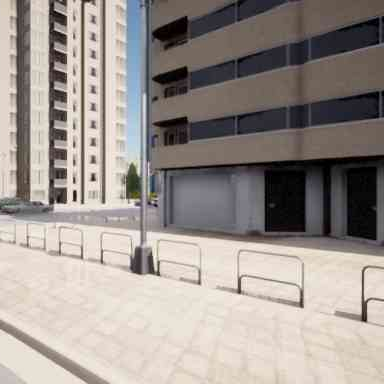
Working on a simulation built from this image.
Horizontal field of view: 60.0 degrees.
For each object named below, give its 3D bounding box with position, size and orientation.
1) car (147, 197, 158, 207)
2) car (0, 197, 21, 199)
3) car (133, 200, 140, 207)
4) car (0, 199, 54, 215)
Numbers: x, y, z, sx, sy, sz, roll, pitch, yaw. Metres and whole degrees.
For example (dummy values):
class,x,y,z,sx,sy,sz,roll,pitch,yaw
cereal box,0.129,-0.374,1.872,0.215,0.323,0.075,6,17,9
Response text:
class,x,y,z,sx,sy,sz,roll,pitch,yaw
car,-3.644,1.256,50.446,2.150,2.045,5.566,0,0,39
car,-20.192,1.388,35.391,2.097,1.767,4.553,0,0,38
car,-6.956,1.544,51.916,1.837,1.490,4.892,0,0,39
car,-16.767,1.638,34.075,1.895,1.301,4.718,0,0,38
